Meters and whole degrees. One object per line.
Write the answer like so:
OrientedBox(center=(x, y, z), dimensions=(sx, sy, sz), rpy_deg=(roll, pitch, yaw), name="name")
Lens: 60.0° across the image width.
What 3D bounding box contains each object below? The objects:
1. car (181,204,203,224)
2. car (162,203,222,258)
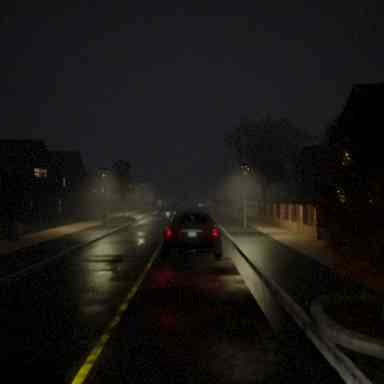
OrientedBox(center=(0.026, 1.834, 28.929), dimensions=(1.812, 1.442, 4.674), rpy_deg=(0, 0, 1), name="car")
OrientedBox(center=(0.022, 1.484, 13.416), dimensions=(2.097, 1.767, 4.553), rpy_deg=(0, -1, 0), name="car")
